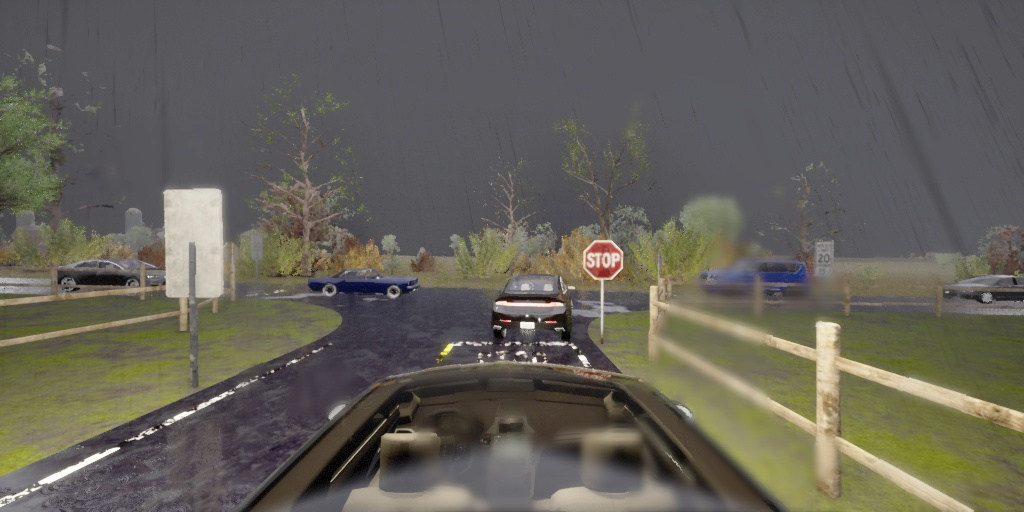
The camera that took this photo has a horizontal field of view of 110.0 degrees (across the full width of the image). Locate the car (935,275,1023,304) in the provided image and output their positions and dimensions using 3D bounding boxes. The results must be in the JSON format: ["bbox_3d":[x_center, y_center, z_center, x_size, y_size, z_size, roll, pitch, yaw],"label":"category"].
[{"bbox_3d":[26.587,1.828,19.848,4.892,1.490,1.837,1,1,0],"label":"car"}]

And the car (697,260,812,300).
[{"bbox_3d":[13.342,1.262,19.866,5.566,2.045,2.150,1,1,0],"label":"car"}]

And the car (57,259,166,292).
[{"bbox_3d":[-18.486,0.886,16.966,4.902,1.511,2.128,1,1,0],"label":"car"}]

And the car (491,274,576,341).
[{"bbox_3d":[0.709,1.240,9.914,2.128,1.511,4.902,0,0,9],"label":"car"}]

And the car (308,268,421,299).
[{"bbox_3d":[-6.818,1.249,16.947,4.718,1.301,1.895,1,1,0],"label":"car"}]
